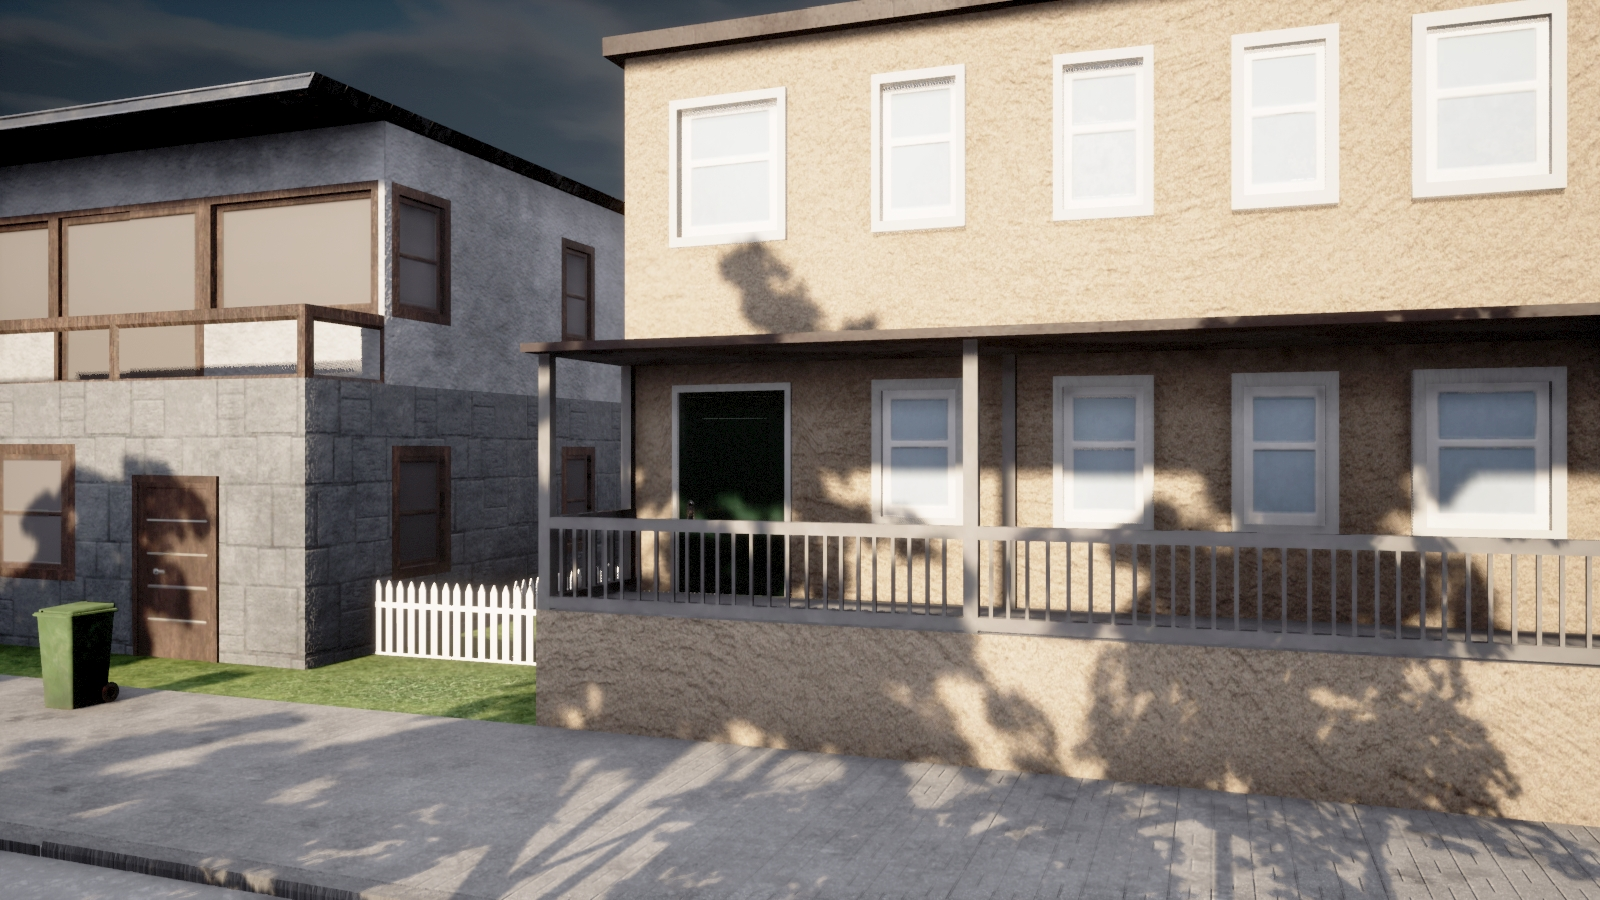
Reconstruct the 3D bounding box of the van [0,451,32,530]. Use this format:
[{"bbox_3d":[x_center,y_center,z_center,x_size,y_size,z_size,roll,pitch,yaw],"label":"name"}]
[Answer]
[{"bbox_3d":[-27.753,1.329,35.973,1.988,2.561,5.915,0,0,20],"label":"van"}]
